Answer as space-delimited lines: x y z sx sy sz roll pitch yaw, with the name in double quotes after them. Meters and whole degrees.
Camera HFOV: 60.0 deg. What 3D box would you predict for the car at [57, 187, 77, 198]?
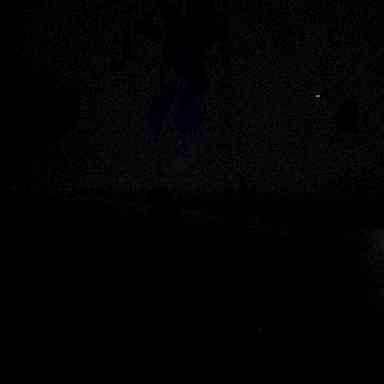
-18.795 0.054 49.814 1.882 1.535 5.008 -2 3 -36 "car"
